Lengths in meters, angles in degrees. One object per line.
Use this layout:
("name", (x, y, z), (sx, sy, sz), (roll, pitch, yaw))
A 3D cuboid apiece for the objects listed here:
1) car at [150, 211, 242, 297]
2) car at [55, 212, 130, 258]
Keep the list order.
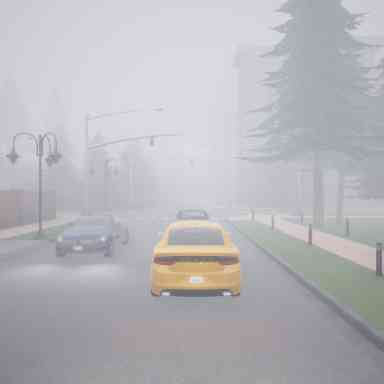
("car", (0.078, 1.478, 8.636), (1.882, 1.535, 5.008), (0, 0, 0))
("car", (-3.617, 1.525, 12.884), (1.812, 1.442, 4.674), (0, 0, 0))
